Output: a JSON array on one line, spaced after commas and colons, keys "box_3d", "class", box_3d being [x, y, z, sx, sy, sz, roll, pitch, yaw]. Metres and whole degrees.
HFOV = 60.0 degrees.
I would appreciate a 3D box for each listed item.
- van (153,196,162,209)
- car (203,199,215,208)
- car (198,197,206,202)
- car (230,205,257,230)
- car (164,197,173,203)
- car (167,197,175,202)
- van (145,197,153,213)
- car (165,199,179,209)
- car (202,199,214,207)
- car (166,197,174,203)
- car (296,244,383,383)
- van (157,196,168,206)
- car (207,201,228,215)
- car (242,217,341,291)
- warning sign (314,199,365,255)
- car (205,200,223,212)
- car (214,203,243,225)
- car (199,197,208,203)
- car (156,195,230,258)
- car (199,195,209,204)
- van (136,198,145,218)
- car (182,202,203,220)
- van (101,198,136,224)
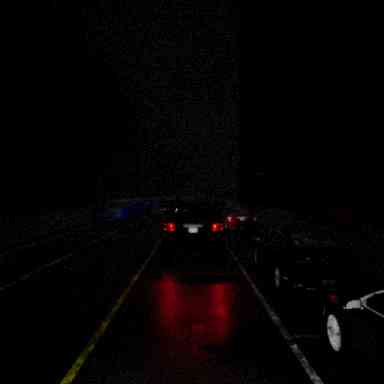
[{"box_3d": [-5.766, 1.590, 48.212, 1.690, 1.788, 3.998, 0, 0, 0], "class": "van"}, {"box_3d": [2.758, 1.806, 54.009, 1.752, 1.417, 4.829, 0, 0, 0], "class": "car"}, {"box_3d": [2.754, 2.059, 93.169, 2.008, 1.369, 4.403, 0, 0, 0], "class": "car"}, {"box_3d": [2.762, 1.541, 20.127, 1.967, 1.590, 4.097, 0, 0, 0], "class": "car"}, {"box_3d": [-5.770, 1.964, 81.751, 1.752, 1.417, 4.829, 0, 0, 0], "class": "car"}, {"box_3d": [-5.771, 2.053, 93.157, 1.887, 1.381, 4.507, 0, 0, 0], "class": "car"}, {"box_3d": [-5.765, 1.530, 36.976, 1.690, 1.788, 3.998, 0, 0, 0], "class": "van"}, {"box_3d": [-3.079, 1.835, 52.193, 1.994, 1.385, 4.181, 0, 0, 0], "class": "car"}, {"box_3d": [2.758, 1.877, 59.457, 1.947, 1.339, 4.313, 0, 0, 0], "class": "car"}, {"box_3d": [-5.770, 2.024, 87.545, 2.008, 1.369, 4.403, 0, 0, 0], "class": "car"}, {"box_3d": [2.763, 1.568, 3.270, 2.008, 1.369, 4.403, 0, 0, 0], "class": "car"}, {"box_3d": [-5.768, 1.683, 65.068, 1.690, 1.788, 3.998, 0, 0, 0], "class": "van"}, {"box_3d": [2.760, 1.755, 36.983, 1.947, 1.339, 4.313, 0, 0, 0], "class": "car"}, {"box_3d": [2.763, 1.596, 8.889, 2.008, 1.369, 4.403, 0, 0, 0], "class": "car"}, {"box_3d": [5.065, 1.173, 11.540, 1.300, 1.860, 1.060, 0, 0, 0], "class": "warning sign"}, {"box_3d": [2.759, 1.785, 42.601, 1.947, 1.339, 4.313, 0, 0, 0], "class": "car"}, {"box_3d": [2.761, 1.656, 25.915, 1.752, 1.417, 4.829, 0, 0, 0], "class": "car"}, {"box_3d": [2.755, 1.991, 81.932, 2.008, 1.369, 4.403, 0, 0, 0], "class": "car"}, {"box_3d": [0.062, 1.289, 13.138, 2.150, 2.045, 5.566, 0, 0, 0], "class": "car"}, {"box_3d": [2.756, 1.722, 76.315, 2.192, 1.841, 5.009, 0, 0, 0], "class": "car"}, {"box_3d": [-5.764, 1.500, 31.357, 1.690, 1.788, 3.998, 0, 0, 0], "class": "van"}, {"box_3d": [0.068, 1.679, 30.246, 1.812, 1.442, 4.674, 0, 0, 0], "class": "car"}, {"box_3d": [-5.764, 1.471, 25.739, 1.690, 1.788, 3.998, 0, 0, 0], "class": "van"}]
